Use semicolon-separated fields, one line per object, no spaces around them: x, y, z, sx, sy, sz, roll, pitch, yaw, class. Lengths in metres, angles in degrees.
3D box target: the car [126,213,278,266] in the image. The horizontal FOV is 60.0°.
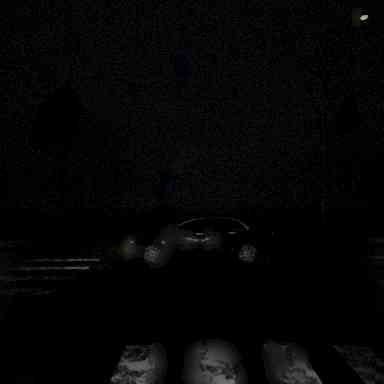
0.295;1.476;10.928;4.892;1.490;1.837;-1;0;1;car
